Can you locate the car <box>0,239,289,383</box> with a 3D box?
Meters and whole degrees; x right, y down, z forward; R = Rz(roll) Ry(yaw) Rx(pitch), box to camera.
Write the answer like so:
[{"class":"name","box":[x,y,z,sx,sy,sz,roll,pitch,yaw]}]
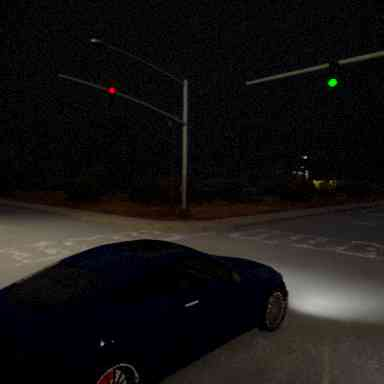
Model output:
[{"class":"car","box":[-0.446,1.388,4.498,1.812,1.442,4.674,2,2,43]}]
